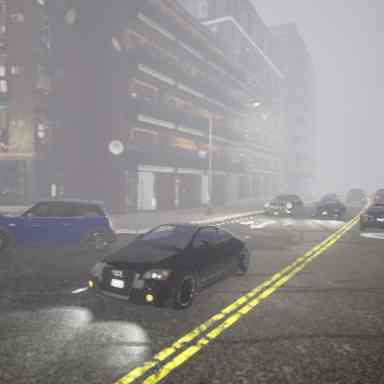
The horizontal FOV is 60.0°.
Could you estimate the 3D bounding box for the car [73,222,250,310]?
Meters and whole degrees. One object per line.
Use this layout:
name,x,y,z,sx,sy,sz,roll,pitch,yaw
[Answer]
car,-0.255,1.418,7.588,1.994,1.385,4.181,1,1,32

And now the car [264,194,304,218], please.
car,7.239,0.940,25.872,2.097,1.767,4.553,1,1,31

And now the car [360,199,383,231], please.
car,10.380,1.321,18.133,1.994,1.385,4.181,1,1,31

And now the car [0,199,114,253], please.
car,-4.910,1.018,11.363,4.553,1.767,2.097,3,2,-20

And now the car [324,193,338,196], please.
car,20.116,0.855,48.156,1.994,1.385,4.181,1,1,29

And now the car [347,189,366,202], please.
car,23.403,0.559,47.343,2.150,2.045,5.566,1,1,29

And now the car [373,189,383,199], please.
car,21.812,0.720,37.587,2.150,2.045,5.566,1,1,29

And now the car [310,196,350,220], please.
car,9.927,1.209,24.043,1.994,1.385,4.181,1,1,31
